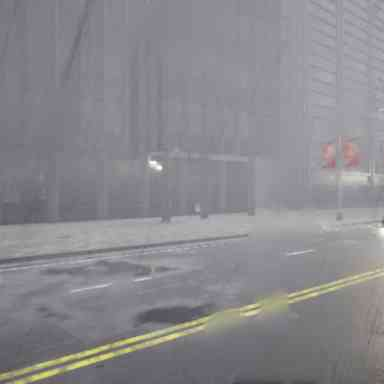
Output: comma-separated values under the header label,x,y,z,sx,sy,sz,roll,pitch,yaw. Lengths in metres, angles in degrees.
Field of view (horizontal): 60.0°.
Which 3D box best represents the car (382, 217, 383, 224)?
label,x,y,z,sx,sy,sz,roll,pitch,yaw
car,14.403,1.580,21.951,4.181,1.385,1.994,0,0,-35
